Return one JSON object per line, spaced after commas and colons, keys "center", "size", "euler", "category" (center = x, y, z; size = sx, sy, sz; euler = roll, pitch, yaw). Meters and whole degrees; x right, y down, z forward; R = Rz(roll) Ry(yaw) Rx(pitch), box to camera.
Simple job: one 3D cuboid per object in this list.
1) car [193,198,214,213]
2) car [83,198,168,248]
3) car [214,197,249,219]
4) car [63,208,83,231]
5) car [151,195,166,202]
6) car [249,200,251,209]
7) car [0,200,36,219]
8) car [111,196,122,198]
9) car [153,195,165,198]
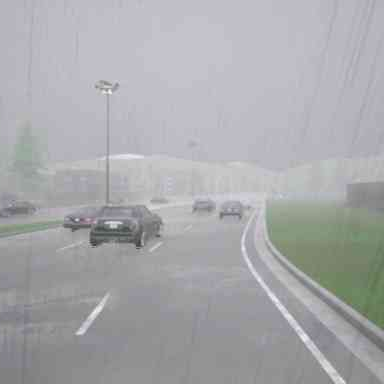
{"center": [1.352, 1.393, 35.259], "size": [2.128, 1.511, 4.902], "euler": [0, 0, 12], "category": "car"}
{"center": [-2.704, 1.314, 14.756], "size": [2.097, 1.767, 4.553], "euler": [0, 0, 8], "category": "car"}
{"center": [3.482, 1.465, 28.635], "size": [2.033, 1.411, 5.357], "euler": [0, 0, 12], "category": "car"}
{"center": [-5.506, 1.499, 19.812], "size": [2.033, 1.411, 5.357], "euler": [0, 0, 11], "category": "car"}
{"center": [-6.833, 1.342, 68.240], "size": [1.994, 1.385, 4.181], "euler": [0, 0, 13], "category": "car"}
{"center": [6.554, 1.401, 42.550], "size": [1.812, 1.442, 4.674], "euler": [0, 0, 12], "category": "car"}
{"center": [-15.686, 1.430, 28.768], "size": [2.128, 1.511, 4.902], "euler": [0, 0, 13], "category": "car"}
{"center": [-13.011, 1.422, 56.775], "size": [1.994, 1.385, 4.181], "euler": [0, 0, 13], "category": "car"}
{"center": [-5.706, 1.450, 57.368], "size": [1.895, 1.301, 4.718], "euler": [0, 0, 13], "category": "car"}
